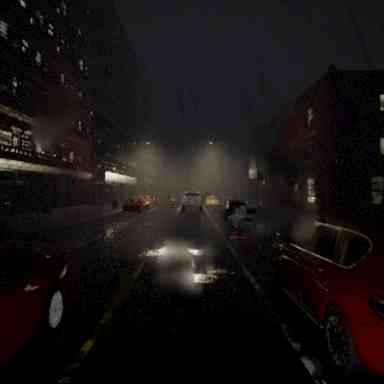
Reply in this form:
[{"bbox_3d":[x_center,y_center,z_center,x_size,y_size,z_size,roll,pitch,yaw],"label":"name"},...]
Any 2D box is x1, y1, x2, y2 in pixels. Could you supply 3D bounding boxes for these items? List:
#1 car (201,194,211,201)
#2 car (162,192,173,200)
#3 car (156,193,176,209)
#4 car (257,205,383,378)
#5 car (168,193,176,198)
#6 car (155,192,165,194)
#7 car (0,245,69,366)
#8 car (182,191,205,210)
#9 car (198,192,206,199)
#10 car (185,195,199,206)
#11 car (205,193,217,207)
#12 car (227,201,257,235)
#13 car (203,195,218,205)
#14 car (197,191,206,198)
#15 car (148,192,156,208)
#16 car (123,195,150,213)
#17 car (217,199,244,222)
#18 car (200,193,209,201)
[{"bbox_3d":[2.688,1.095,66.494,1.752,1.417,4.829,0,0,0],"label":"car"},{"bbox_3d":[-5.692,0.827,77.401,2.192,1.841,5.009,0,0,0],"label":"car"},{"bbox_3d":[-3.092,1.228,40.532,1.837,1.490,4.892,0,0,0],"label":"car"},{"bbox_3d":[2.693,1.275,5.393,2.192,1.841,5.009,0,0,0],"label":"car"},{"bbox_3d":[-5.694,0.992,94.022,1.947,1.339,4.313,0,0,0],"label":"car"},{"bbox_3d":[-5.690,0.981,49.705,2.192,1.841,5.009,0,0,0],"label":"car"},{"bbox_3d":[-3.093,1.449,3.847,1.882,1.535,5.008,0,1,0],"label":"car"},{"bbox_3d":[0.043,0.960,37.542,2.150,2.045,5.566,0,0,1],"label":"car"},{"bbox_3d":[2.688,0.895,88.482,1.967,1.590,4.097,0,0,0],"label":"car"},{"bbox_3d":[0.007,1.201,48.180,1.812,1.442,4.674,0,0,0],"label":"car"},{"bbox_3d":[2.690,1.224,44.338,1.752,1.417,4.829,0,0,0],"label":"car"},{"bbox_3d":[3.148,1.400,17.578,1.812,1.442,4.674,0,0,0],"label":"car"},{"bbox_3d":[2.689,1.217,49.707,2.008,1.369,4.403,0,0,0],"label":"car"},{"bbox_3d":[2.687,0.742,94.021,2.192,1.841,5.009,0,0,0],"label":"car"},{"bbox_3d":[-5.690,1.175,38.627,1.967,1.590,4.097,0,0,0],"label":"car"},{"bbox_3d":[-5.690,1.315,33.090,1.887,1.381,4.507,0,0,0],"label":"car"},{"bbox_3d":[3.145,1.332,24.578,1.837,1.490,4.892,0,0,0],"label":"car"},{"bbox_3d":[2.688,0.981,71.863,1.967,1.590,4.097,0,0,0],"label":"car"}]
